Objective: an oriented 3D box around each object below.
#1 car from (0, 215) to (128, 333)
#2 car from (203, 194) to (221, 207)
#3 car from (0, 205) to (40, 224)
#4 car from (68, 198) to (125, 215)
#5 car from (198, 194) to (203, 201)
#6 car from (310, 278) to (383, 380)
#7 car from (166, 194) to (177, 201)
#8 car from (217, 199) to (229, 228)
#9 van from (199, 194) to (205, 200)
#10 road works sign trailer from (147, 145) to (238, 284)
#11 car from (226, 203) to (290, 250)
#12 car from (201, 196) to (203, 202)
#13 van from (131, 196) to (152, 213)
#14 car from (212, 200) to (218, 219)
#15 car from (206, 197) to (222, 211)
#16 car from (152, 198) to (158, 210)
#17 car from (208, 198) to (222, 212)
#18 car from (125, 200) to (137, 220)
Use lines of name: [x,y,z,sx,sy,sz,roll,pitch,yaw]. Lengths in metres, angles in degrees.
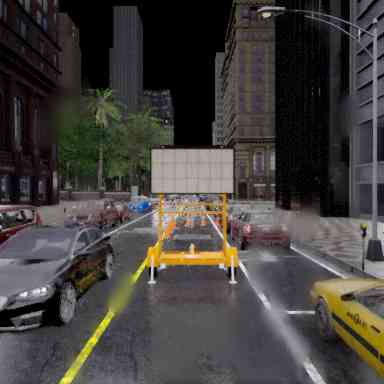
car: [-2.989,1.493,7.109,2.128,1.511,4.902,0,0,0]
car: [2.817,1.335,41.440,2.192,1.841,5.009,0,0,0]
car: [-5.753,1.317,8.911,2.192,1.841,5.009,0,0,0]
car: [-5.739,1.322,19.763,2.192,1.841,5.009,0,0,0]
car: [2.871,1.593,78.727,1.947,1.339,4.313,0,0,0]
car: [2.765,1.526,3.634,1.752,1.417,4.829,0,0,0]
car: [-5.647,1.578,84.179,2.008,1.369,4.403,0,0,0]
car: [2.787,1.447,19.740,1.967,1.590,4.097,0,0,0]
van: [2.893,1.366,94.988,1.690,1.788,3.998,0,0,0]
road works sign trailer: [0.014,0.466,9.593,2.380,3.560,2.880,0,0,0]
car: [2.780,1.444,14.314,1.967,1.590,4.097,0,0,0]
car: [2.833,1.590,52.290,1.947,1.339,4.313,0,0,0]
van: [-5.716,1.358,36.041,1.690,1.788,3.998,0,0,0]
car: [2.794,1.554,25.165,1.887,1.381,4.507,0,0,0]
car: [2.811,1.542,36.184,1.752,1.417,4.829,0,0,0]
car: [-5.708,1.460,41.468,1.967,1.590,4.097,0,0,0]
car: [2.803,1.564,30.589,2.008,1.369,4.403,0,0,0]
car: [-5.730,1.555,25.189,1.887,1.381,4.507,0,0,0]
